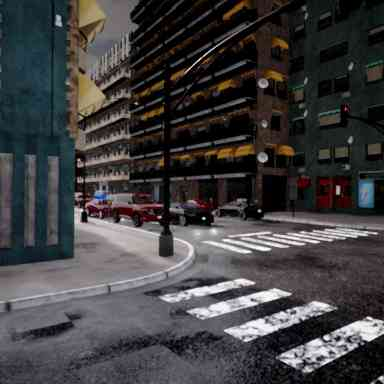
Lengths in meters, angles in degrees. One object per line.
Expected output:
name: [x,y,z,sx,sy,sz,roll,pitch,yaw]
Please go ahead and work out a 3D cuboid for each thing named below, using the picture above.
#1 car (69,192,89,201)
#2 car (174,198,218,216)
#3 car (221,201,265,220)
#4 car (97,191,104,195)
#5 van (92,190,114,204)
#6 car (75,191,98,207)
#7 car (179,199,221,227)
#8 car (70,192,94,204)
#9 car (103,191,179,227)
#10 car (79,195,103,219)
car: [-19.304,0.763,56.760,1.887,1.381,4.507,2,0,-36]
car: [0.287,1.282,29.681,1.802,1.307,4.206,2,0,-36]
car: [3.553,1.346,25.168,1.947,1.339,4.313,2,0,-36]
car: [-6.054,0.967,28.557,2.097,1.767,4.553,1,1,-36]
van: [-12.769,0.720,47.734,1.690,1.788,3.998,2,0,-36]
car: [-12.085,0.944,36.906,1.882,1.535,5.008,1,1,-36]
car: [-0.473,1.316,20.833,1.994,1.385,4.181,1,1,-36]
car: [-15.652,0.818,47.192,1.882,1.535,5.008,1,0,-36]
car: [-3.252,1.030,20.288,2.192,1.841,5.009,2,0,-36]
car: [-6.524,1.179,24.801,1.887,1.381,4.507,2,0,-36]
